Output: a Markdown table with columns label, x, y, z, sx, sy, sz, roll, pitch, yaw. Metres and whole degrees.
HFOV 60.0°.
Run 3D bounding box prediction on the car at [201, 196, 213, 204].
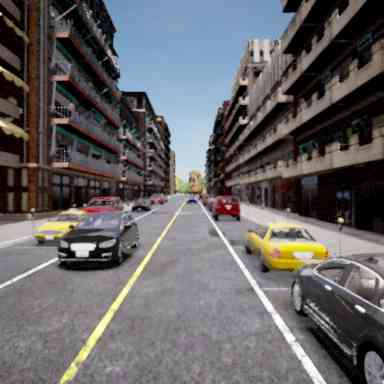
| label | x | y | z | sx | sy | sz | roll | pitch | yaw |
| --- | --- | --- | --- | --- | --- | --- | --- | --- | --- |
| car | 2.711 | 1.426 | 60.345 | 1.947 | 1.339 | 4.313 | 1 | 0 | 0 |

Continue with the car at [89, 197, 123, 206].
| label | x | y | z | sx | sy | sz | roll | pitch | yaw |
| --- | --- | --- | --- | --- | --- | --- | --- | --- | --- |
| car | -5.673 | 1.263 | 21.404 | 2.192 | 1.841 | 5.009 | 1 | 0 | 0 |

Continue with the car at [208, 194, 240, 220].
| label | x | y | z | sx | sy | sz | roll | pitch | yaw |
| --- | --- | --- | --- | --- | --- | --- | --- | --- | --- |
| car | 2.709 | 1.249 | 26.937 | 2.192 | 1.841 | 5.009 | 1 | 0 | 0 |

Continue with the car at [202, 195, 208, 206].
| label | x | y | z | sx | sy | sz | roll | pitch | yaw |
| --- | --- | --- | --- | --- | --- | --- | --- | --- | --- |
| car | 2.709 | 1.441 | 43.641 | 1.887 | 1.381 | 4.507 | 1 | 0 | 0 |

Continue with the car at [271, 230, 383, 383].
| label | x | y | z | sx | sy | sz | roll | pitch | yaw |
| --- | --- | --- | --- | --- | --- | --- | --- | --- | --- |
| car | 2.702 | 1.539 | 4.666 | 2.008 | 1.369 | 4.403 | 1 | 0 | 0 |

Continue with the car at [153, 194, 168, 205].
| label | x | y | z | sx | sy | sz | roll | pitch | yaw |
| --- | --- | --- | --- | --- | --- | --- | --- | --- | --- |
| car | -5.667 | 1.188 | 54.811 | 2.192 | 1.841 | 5.009 | 1 | 0 | 0 |

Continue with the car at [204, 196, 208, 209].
| label | x | y | z | sx | sy | sz | roll | pitch | yaw |
| --- | --- | --- | --- | --- | --- | --- | --- | --- | --- |
| car | 2.708 | 1.460 | 38.073 | 2.008 | 1.369 | 4.403 | 1 | 0 | 0 |

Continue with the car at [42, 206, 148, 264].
| label | x | y | z | sx | sy | sz | roll | pitch | yaw |
| --- | --- | --- | --- | --- | --- | --- | --- | --- | --- |
| car | -3.055 | 1.462 | 11.757 | 2.128 | 1.511 | 4.902 | 0 | 0 | 0 |

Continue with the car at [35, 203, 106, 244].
| label | x | y | z | sx | sy | sz | roll | pitch | yaw |
| --- | --- | --- | --- | --- | --- | --- | --- | --- | --- |
| car | -5.676 | 1.487 | 15.667 | 1.752 | 1.417 | 4.829 | 1 | 0 | 0 |

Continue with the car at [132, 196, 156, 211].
| label | x | y | z | sx | sy | sz | roll | pitch | yaw |
| --- | --- | --- | --- | --- | --- | --- | --- | --- | --- |
| car | -5.673 | 1.476 | 38.109 | 1.947 | 1.339 | 4.313 | 1 | 0 | 0 |

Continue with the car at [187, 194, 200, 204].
| label | x | y | z | sx | sy | sz | roll | pitch | yaw |
| --- | --- | --- | --- | --- | --- | --- | --- | --- | --- |
| car | 0.011 | 1.464 | 59.099 | 1.895 | 1.301 | 4.718 | 0 | 0 | 0 |

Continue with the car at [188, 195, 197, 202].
| label | x | y | z | sx | sy | sz | roll | pitch | yaw |
| --- | --- | --- | --- | --- | --- | --- | --- | --- | --- |
| car | 0.013 | 1.272 | 69.107 | 1.812 | 1.442 | 4.674 | 0 | 0 | 0 |

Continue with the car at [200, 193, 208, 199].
| label | x | y | z | sx | sy | sz | roll | pitch | yaw |
| --- | --- | --- | --- | --- | --- | --- | --- | --- | --- |
| car | 2.712 | 1.199 | 49.208 | 2.192 | 1.841 | 5.009 | 1 | 0 | 0 |

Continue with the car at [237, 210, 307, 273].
| label | x | y | z | sx | sy | sz | roll | pitch | yaw |
| --- | --- | --- | --- | --- | --- | --- | --- | --- | --- |
| car | 2.704 | 1.499 | 10.404 | 1.752 | 1.417 | 4.829 | 1 | 0 | 0 |
